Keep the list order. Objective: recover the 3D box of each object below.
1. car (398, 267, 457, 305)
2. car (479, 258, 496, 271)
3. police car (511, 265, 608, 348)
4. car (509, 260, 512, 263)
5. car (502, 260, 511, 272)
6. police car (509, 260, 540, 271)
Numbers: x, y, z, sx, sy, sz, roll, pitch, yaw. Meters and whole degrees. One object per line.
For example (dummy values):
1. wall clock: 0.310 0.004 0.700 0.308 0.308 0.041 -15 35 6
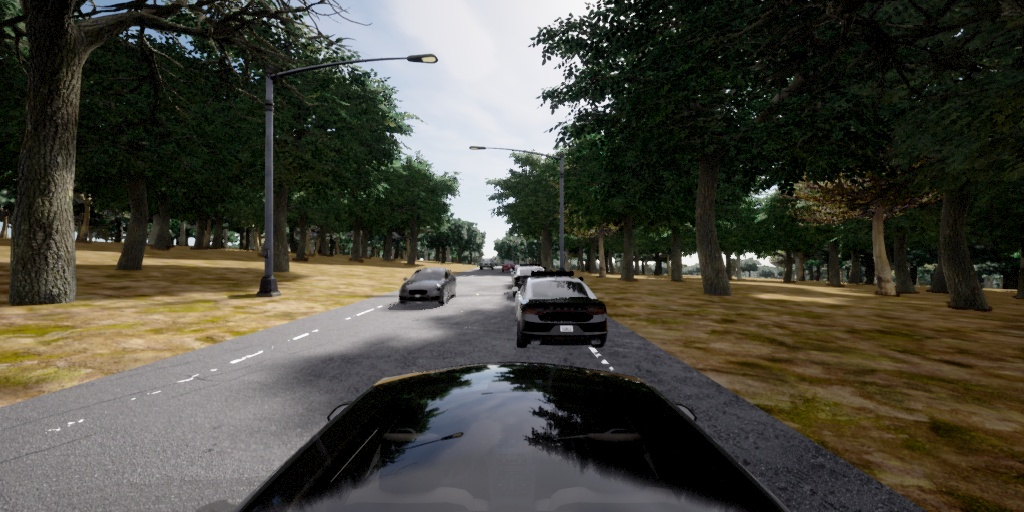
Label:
1. car: -3.652 1.295 16.259 1.837 1.490 4.892 0 0 0
2. car: -4.208 1.359 59.584 2.150 2.045 5.566 0 -1 -1
3. police car: 1.035 1.191 9.438 1.930 1.638 5.238 0 0 0
4. car: 0.911 1.298 25.353 1.882 1.535 5.008 -2 0 -1
5. car: -0.410 1.406 51.681 2.097 1.767 4.553 0 -1 -1
6. police car: 0.970 1.221 19.451 1.930 1.638 5.238 -1 0 0
